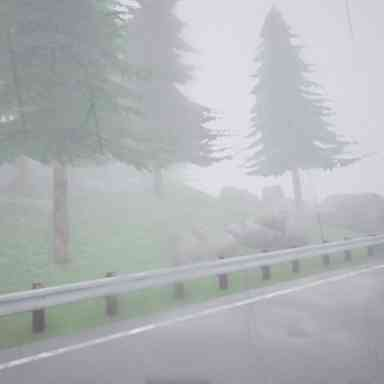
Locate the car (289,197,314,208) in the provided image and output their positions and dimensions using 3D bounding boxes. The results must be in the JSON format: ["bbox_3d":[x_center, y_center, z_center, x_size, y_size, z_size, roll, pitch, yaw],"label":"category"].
[{"bbox_3d":[13.433,1.411,44.447,1.812,1.442,4.674,0,0,-33],"label":"car"}]

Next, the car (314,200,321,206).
[{"bbox_3d":[15.888,1.423,47.082,2.033,1.411,5.357,0,0,-33],"label":"car"}]
